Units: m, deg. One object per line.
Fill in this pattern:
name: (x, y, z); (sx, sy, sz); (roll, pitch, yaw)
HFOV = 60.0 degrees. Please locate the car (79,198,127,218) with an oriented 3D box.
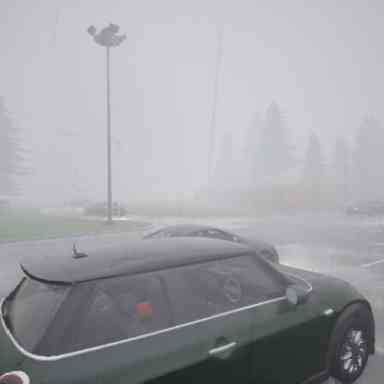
car: (-7.383, 1.431, 28.245); (4.181, 1.385, 1.994); (0, 1, 43)

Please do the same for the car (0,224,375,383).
car: (0.112, 1.324, 3.825); (4.553, 1.767, 2.097); (-1, 1, -36)

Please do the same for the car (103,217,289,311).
car: (0.209, 1.500, 8.195); (4.181, 1.385, 1.994); (-1, 0, -36)

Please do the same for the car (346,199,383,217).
car: (14.275, 1.207, 26.829); (4.181, 1.385, 1.994); (-1, 1, -36)

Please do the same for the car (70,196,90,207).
car: (-15.376, 1.307, 46.495); (1.882, 1.535, 5.008); (-1, 0, 1)
